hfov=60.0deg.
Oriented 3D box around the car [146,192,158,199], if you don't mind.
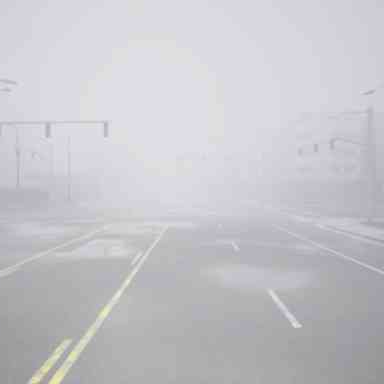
[{"bbox_3d":[-8.398,0.722,69.704,2.033,1.411,5.357,0,1,-17],"label":"car"}]
